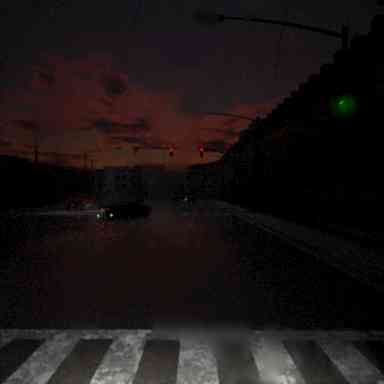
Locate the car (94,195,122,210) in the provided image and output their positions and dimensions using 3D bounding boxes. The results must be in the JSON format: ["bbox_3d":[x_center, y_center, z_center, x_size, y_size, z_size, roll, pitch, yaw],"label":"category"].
[{"bbox_3d":[-10.628,1.493,42.296,1.812,1.442,4.674,0,0,0],"label":"car"}]

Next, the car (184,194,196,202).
[{"bbox_3d":[-0.113,1.462,73.391,2.128,1.511,4.902,0,0,-3],"label":"car"}]

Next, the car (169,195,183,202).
[{"bbox_3d":[-3.601,1.537,72.450,1.895,1.301,4.718,0,0,-3],"label":"car"}]

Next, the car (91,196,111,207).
[{"bbox_3d":[-14.133,1.465,51.898,1.837,1.490,4.892,0,0,0],"label":"car"}]

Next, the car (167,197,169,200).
[{"bbox_3d":[-4.783,1.404,82.647,1.895,1.301,4.718,0,0,-17],"label":"car"}]

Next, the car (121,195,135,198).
[{"bbox_3d":[-10.631,1.561,51.401,1.895,1.301,4.718,0,0,0],"label":"car"}]

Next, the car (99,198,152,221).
[{"bbox_3d":[-5.050,1.484,27.134,1.837,1.490,4.892,1,1,25],"label":"car"}]

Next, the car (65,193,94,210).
[{"bbox_3d":[-14.132,1.189,42.088,2.150,2.045,5.566,0,0,1],"label":"car"}]

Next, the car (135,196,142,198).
[{"bbox_3d":[-10.610,1.498,64.681,2.033,1.411,5.357,0,0,0],"label":"car"}]
